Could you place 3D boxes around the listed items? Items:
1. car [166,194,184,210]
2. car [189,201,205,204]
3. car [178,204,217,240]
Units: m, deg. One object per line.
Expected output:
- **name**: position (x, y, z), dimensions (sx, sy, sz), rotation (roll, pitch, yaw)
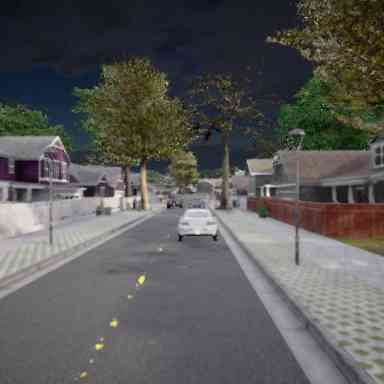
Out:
- **car**: position (-2.251, 1.301, 45.556), dimensions (2.150, 2.045, 5.566), rotation (0, 0, 1)
- **car**: position (0.541, 1.650, 38.442), dimensions (1.895, 1.301, 4.718), rotation (0, 0, 1)
- **car**: position (0.279, 1.535, 16.850), dimensions (1.812, 1.442, 4.674), rotation (0, 0, 1)
